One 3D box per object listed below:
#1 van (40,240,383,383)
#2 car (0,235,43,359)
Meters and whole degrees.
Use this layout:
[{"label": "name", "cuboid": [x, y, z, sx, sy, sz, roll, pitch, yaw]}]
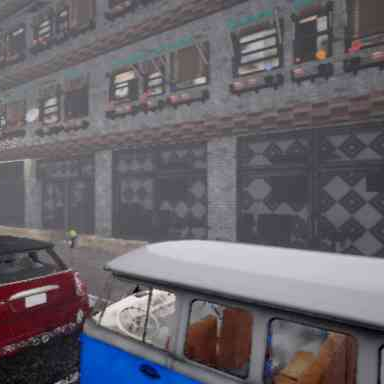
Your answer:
[{"label": "van", "cuboid": [0.901, 1.340, 2.237, 3.998, 1.788, 1.690, 0, 0, 36]}, {"label": "car", "cuboid": [-3.609, 1.422, 5.453, 4.097, 1.590, 1.967, 0, 0, 36]}]
